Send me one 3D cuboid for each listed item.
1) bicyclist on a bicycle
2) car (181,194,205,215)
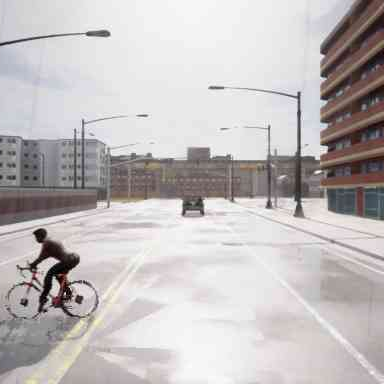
[{"bbox_3d":[-2.484,1.455,5.866,1.656,1.620,0.582,-2,0,0],"label":"bicyclist on a bicycle"},{"bbox_3d":[0.109,1.222,34.068,2.150,2.045,5.566,0,0,0],"label":"car"}]
